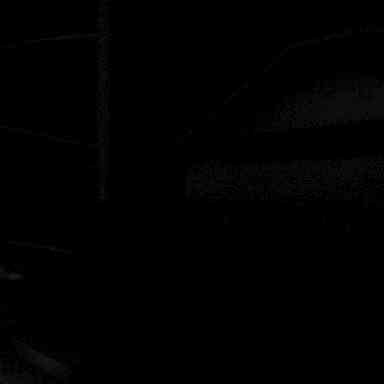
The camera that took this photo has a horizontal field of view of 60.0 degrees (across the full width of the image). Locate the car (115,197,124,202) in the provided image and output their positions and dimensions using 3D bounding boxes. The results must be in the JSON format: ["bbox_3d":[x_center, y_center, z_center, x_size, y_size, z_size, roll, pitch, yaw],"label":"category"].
[{"bbox_3d":[-13.179,1.505,55.040,4.902,1.511,2.128,0,0,36],"label":"car"}]

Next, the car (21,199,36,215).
[{"bbox_3d":[-17.660,1.491,33.259,4.611,1.667,2.242,0,0,35],"label":"car"}]

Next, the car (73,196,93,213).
[{"bbox_3d":[-10.857,1.322,35.401,3.866,1.878,1.905,0,0,35],"label":"car"}]
